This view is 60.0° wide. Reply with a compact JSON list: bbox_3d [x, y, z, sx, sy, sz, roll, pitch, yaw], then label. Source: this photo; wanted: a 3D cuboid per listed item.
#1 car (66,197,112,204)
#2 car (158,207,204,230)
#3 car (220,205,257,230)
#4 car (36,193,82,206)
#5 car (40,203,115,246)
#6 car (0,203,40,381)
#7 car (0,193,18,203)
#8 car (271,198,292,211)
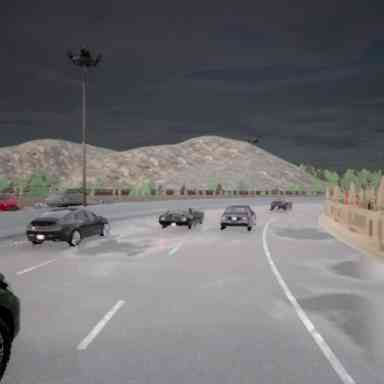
[{"bbox_3d":[-8.850,1.435,30.591,2.128,1.511,4.902,0,0,18],"label":"car"},{"bbox_3d":[-0.512,1.587,21.284,1.895,1.301,4.718,0,0,14],"label":"car"},{"bbox_3d":[3.019,1.550,21.144,2.033,1.411,5.357,0,0,15],"label":"car"},{"bbox_3d":[-12.279,1.149,31.452,2.150,2.045,5.566,0,0,18],"label":"car"},{"bbox_3d":[-5.377,1.471,15.078,1.837,1.490,4.892,0,0,10],"label":"car"},{"bbox_3d":[-3.288,1.205,1.824,2.150,2.045,5.566,0,0,2],"label":"car"},{"bbox_3d":[-17.093,1.126,27.569,2.150,2.045,5.566,0,0,15],"label":"car"},{"bbox_3d":[11.049,1.534,40.928,1.837,1.490,4.892,0,0,28],"label":"car"}]
